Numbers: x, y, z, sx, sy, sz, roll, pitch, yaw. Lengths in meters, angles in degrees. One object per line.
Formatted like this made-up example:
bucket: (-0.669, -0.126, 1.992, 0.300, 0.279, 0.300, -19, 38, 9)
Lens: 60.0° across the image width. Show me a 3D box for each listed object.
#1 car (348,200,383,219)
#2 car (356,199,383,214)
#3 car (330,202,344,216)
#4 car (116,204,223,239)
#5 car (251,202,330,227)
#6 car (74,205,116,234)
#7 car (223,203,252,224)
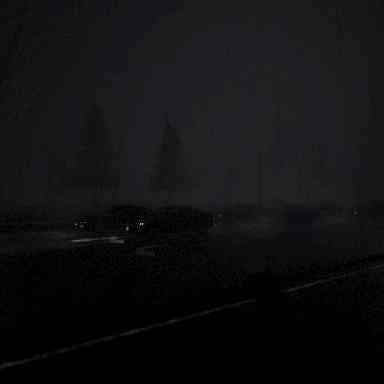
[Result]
car: (15.671, 1.491, 29.225, 4.902, 1.511, 2.128, 0, 0, -35)
car: (20.208, 1.562, 36.663, 4.181, 1.385, 1.994, 0, 0, -35)
car: (11.946, 1.600, 30.871, 4.718, 1.301, 1.895, 0, 0, -35)
car: (-1.092, 1.491, 17.315, 4.902, 1.511, 2.128, 0, 0, -35)
car: (6.905, 1.547, 23.008, 5.357, 1.411, 2.033, 0, 0, -35)
car: (-4.285, 1.505, 19.341, 4.892, 1.490, 1.837, 0, 0, -35)
car: (3.653, 1.547, 24.987, 5.357, 1.411, 2.033, 0, 0, -35)
